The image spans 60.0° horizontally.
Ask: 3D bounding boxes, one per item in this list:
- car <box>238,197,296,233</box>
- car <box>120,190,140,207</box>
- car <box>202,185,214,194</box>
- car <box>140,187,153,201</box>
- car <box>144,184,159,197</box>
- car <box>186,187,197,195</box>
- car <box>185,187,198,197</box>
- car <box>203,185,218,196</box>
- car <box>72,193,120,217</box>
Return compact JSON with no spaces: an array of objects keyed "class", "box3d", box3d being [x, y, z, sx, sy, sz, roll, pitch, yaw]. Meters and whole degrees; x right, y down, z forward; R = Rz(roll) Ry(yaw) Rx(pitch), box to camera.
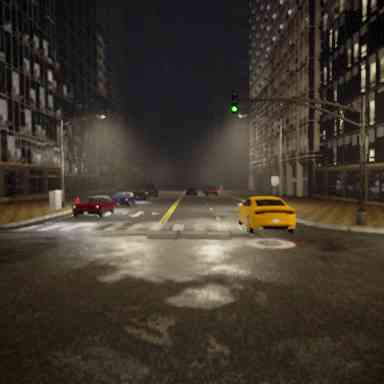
[{"class":"car","box3d":[3.333,0.955,15.664,1.882,1.535,5.008,0,1,0]},{"class":"car","box3d":[-6.620,0.697,32.172,1.895,1.301,4.718,0,2,0]},{"class":"car","box3d":[3.161,-0.517,64.737,2.097,1.767,4.553,0,2,0]},{"class":"car","box3d":[-6.577,0.382,42.172,1.994,1.385,4.181,0,2,0]},{"class":"car","box3d":[-6.575,-0.260,52.908,2.150,2.045,5.566,0,2,0]},{"class":"car","box3d":[-0.088,-0.276,64.389,1.994,1.385,4.181,0,2,0]},{"class":"car","box3d":[-0.074,0.005,54.356,1.994,1.385,4.181,0,2,0]},{"class":"car","box3d":[3.174,-0.088,54.944,1.837,1.490,4.892,0,2,0]},{"class":"car","box3d":[-6.634,0.951,23.003,1.895,1.301,4.718,0,2,0]}]
